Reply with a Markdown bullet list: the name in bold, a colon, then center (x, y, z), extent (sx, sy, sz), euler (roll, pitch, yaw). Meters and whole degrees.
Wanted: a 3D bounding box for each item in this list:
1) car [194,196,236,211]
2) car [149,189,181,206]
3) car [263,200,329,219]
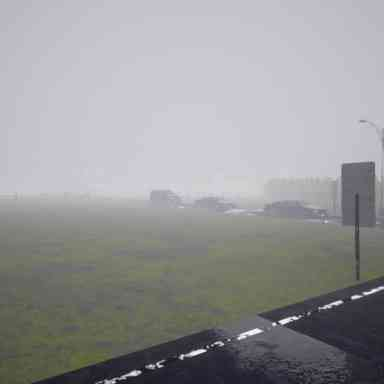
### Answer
- **car**: center (2.345, 1.177, 35.660), extent (2.033, 1.411, 5.357), euler (-1, 1, -36)
- **car**: center (-3.645, 0.695, 44.060), extent (2.150, 2.045, 5.566), euler (-1, 1, -35)
- **car**: center (8.324, 1.330, 27.295), extent (2.033, 1.411, 5.357), euler (-1, 1, -36)
